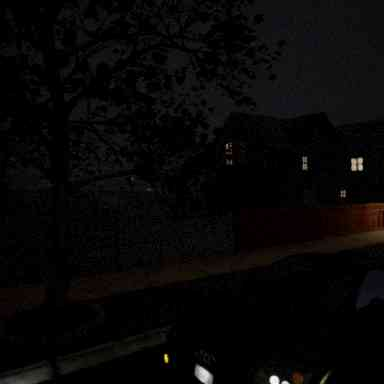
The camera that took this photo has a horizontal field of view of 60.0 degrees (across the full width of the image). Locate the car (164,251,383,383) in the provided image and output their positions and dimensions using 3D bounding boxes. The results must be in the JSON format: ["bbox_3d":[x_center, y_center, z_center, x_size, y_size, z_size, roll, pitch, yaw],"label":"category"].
[{"bbox_3d":[1.732,1.544,4.306,4.181,1.385,1.994,0,0,-35],"label":"car"}]
